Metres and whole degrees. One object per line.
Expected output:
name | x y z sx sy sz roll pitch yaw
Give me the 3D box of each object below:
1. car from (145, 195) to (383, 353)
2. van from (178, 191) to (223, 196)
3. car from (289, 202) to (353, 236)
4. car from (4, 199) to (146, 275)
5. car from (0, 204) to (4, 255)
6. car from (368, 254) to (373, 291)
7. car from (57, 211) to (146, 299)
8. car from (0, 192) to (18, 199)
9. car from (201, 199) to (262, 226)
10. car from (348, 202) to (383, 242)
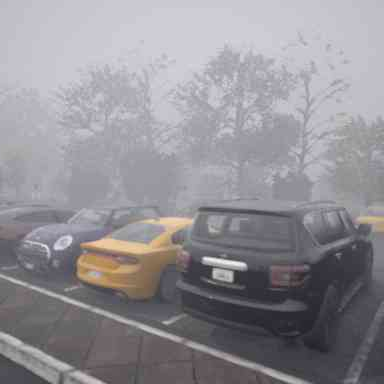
car | 1.969 1.161 6.444 2.435 2.045 5.566 1 1 36
van | 0.500 0.912 23.497 1.878 1.987 4.442 2 2 36
car | 7.352 1.379 18.703 2.163 1.488 4.792 2 1 36
car | -2.536 1.164 9.725 2.185 1.767 4.553 2 1 36
car | -4.792 1.246 11.365 2.163 1.488 4.792 2 1 36
car | 4.200 1.461 4.777 2.231 1.521 4.892 1 1 36
car | -0.313 1.356 8.063 2.097 1.535 5.008 1 1 36
car | -21.514 1.003 39.313 2.097 1.535 5.008 2 1 36
car | 2.732 1.247 22.033 2.002 1.452 4.674 2 1 36
car | 9.703 1.403 17.187 1.946 1.575 5.366 1 1 36
